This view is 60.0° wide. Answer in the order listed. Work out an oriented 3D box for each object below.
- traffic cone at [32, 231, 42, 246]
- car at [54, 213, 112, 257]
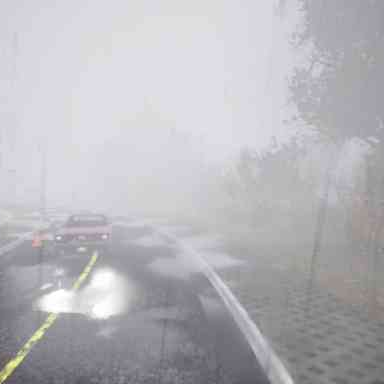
[{"bbox_3d":[-6.380,1.896,13.743,0.340,0.580,0.340,0,1,-14],"label":"traffic cone"},{"bbox_3d":[-4.086,1.543,12.985,1.895,1.301,4.718,0,1,-13],"label":"car"}]
